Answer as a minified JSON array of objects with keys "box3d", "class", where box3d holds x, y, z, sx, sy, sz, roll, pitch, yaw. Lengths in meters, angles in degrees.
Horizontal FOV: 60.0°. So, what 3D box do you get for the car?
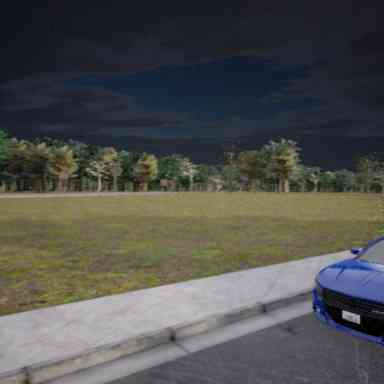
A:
[{"box3d":[4.263,1.477,6.111,5.008,1.535,1.882,0,0,-35],"class":"car"}]
